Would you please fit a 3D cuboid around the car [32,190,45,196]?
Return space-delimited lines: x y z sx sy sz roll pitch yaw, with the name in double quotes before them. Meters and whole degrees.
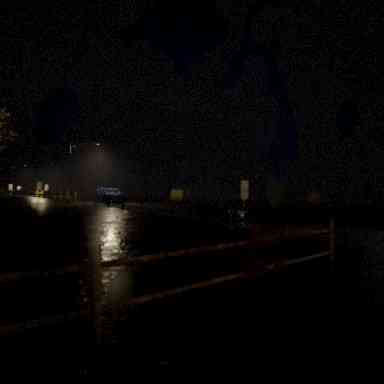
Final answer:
"car" -38.881 0.163 84.864 1.882 1.535 5.008 1 0 -33

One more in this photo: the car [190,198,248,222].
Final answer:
"car" 1.808 1.206 23.340 2.128 1.511 4.902 1 0 -36

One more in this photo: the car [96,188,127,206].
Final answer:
"car" -9.617 0.563 39.343 2.150 2.045 5.566 1 0 -35
